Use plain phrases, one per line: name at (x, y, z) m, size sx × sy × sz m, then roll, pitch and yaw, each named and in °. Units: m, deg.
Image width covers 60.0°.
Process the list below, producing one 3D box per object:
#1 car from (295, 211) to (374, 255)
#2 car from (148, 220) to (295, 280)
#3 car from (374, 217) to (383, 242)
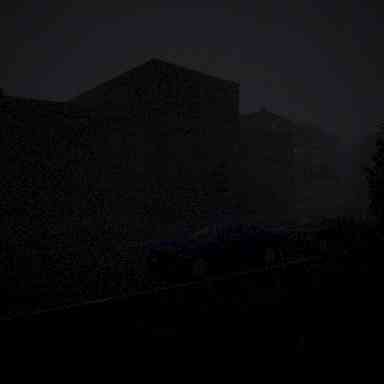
car at (5.880, 1.782, 15.038) m, size 4.892 × 1.521 × 2.231 m, roll 1°, pitch -1°, yaw -39°
car at (0.926, 1.738, 11.102) m, size 5.008 × 1.535 × 2.097 m, roll 1°, pitch 0°, yaw -37°
car at (10.186, 1.834, 18.788) m, size 5.008 × 1.535 × 2.097 m, roll 1°, pitch -1°, yaw -41°
